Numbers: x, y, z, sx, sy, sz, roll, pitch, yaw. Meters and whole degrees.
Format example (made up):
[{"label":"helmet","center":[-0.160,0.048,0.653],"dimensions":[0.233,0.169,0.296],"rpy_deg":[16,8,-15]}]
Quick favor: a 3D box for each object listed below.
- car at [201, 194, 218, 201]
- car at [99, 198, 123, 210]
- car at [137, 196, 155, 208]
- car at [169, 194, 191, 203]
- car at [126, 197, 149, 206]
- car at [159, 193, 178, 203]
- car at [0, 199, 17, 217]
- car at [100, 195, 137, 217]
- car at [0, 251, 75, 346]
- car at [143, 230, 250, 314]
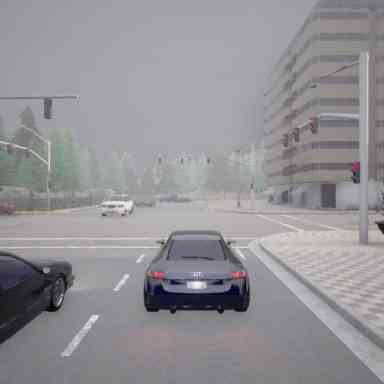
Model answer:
[{"label":"car","center":[4.204,1.333,80.409],"dimensions":[4.553,1.767,2.097],"rpy_deg":[0,0,-45]},{"label":"car","center":[-10.407,1.526,43.130],"dimensions":[1.812,1.442,4.674],"rpy_deg":[0,0,2]},{"label":"car","center":[-6.692,1.352,48.140],"dimensions":[2.097,1.767,4.553],"rpy_deg":[0,0,4]},{"label":"car","center":[-2.058,1.601,66.649],"dimensions":[1.895,1.301,4.718],"rpy_deg":[0,0,28]},{"label":"car","center":[-9.287,1.547,56.853],"dimensions":[2.033,1.411,5.357],"rpy_deg":[0,0,12]},{"label":"car","center":[-4.687,1.222,69.381],"dimensions":[2.150,2.045,5.566],"rpy_deg":[0,0,27]},{"label":"car","center":[-19.372,1.408,31.683],"dimensions":[4.553,1.767,2.097],"rpy_deg":[0,0,-5]},{"label":"car","center":[-7.062,1.261,31.900],"dimensions":[2.150,2.045,5.566],"rpy_deg":[0,0,0]},{"label":"car","center":[-3.427,1.547,4.668],"dimensions":[2.033,1.411,5.357],"rpy_deg":[0,0,0]},{"label":"car","center":[0.091,1.564,7.703],"dimensions":[1.994,1.385,4.181],"rpy_deg":[0,0,0]}]
